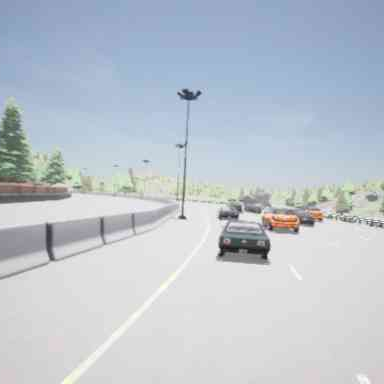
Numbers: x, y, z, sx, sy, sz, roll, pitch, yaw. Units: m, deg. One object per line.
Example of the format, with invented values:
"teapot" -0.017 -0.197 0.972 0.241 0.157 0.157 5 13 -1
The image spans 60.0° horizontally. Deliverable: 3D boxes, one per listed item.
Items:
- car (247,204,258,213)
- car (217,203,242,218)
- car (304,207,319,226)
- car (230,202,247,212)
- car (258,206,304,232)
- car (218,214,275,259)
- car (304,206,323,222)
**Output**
"car" 9.534 2.589 52.686 1.994 1.385 4.181 3 -1 -6
"car" 3.565 2.116 33.692 1.895 1.301 4.718 3 -1 0
"car" 10.361 2.445 32.371 1.994 1.385 4.181 3 0 0
"car" 6.300 2.329 50.329 1.837 1.490 4.892 4 0 -6
"car" 6.612 1.957 25.309 2.097 1.767 4.553 3 -1 3
"car" 2.135 1.852 14.002 1.895 1.301 4.718 3 -1 8
"car" 13.827 2.494 39.712 2.097 1.767 4.553 3 -1 -2
